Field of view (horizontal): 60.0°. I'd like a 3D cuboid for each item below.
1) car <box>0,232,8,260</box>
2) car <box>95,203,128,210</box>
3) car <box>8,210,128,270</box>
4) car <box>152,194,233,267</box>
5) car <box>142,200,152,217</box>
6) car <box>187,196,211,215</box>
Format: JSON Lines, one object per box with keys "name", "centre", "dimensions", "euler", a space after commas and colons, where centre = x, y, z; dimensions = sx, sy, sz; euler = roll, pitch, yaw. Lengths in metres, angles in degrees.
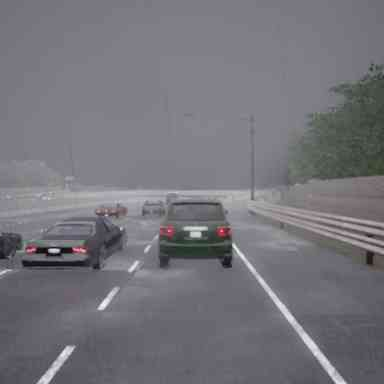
{"name": "car", "centre": [-6.902, 1.541, 9.337], "dimensions": [2.033, 1.411, 5.357], "euler": [0, 0, 0]}
{"name": "car", "centre": [-6.903, 1.582, 29.049], "dimensions": [1.895, 1.301, 4.718], "euler": [0, 0, 0]}
{"name": "car", "centre": [-3.502, 1.540, 10.970], "dimensions": [2.033, 1.411, 5.357], "euler": [0, 0, 0]}
{"name": "car", "centre": [0.098, 1.214, 11.517], "dimensions": [2.150, 2.045, 5.566], "euler": [0, 0, 0]}
{"name": "car", "centre": [-3.503, 1.472, 31.214], "dimensions": [2.128, 1.511, 4.902], "euler": [0, 0, 0]}
{"name": "car", "centre": [0.792, 1.324, 33.784], "dimensions": [2.097, 1.767, 4.553], "euler": [0, 0, 5]}
